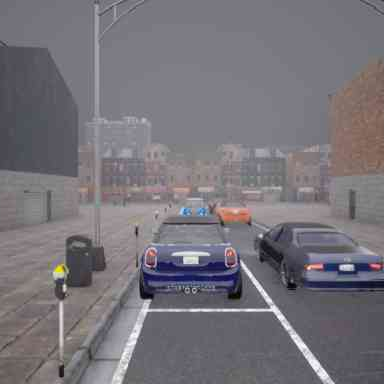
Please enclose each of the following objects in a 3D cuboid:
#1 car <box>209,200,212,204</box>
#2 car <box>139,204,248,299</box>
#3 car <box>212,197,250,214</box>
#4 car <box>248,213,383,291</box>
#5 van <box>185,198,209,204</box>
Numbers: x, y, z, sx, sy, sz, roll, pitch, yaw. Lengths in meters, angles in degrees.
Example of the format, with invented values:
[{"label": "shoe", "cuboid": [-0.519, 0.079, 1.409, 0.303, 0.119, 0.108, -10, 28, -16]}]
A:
[{"label": "car", "cuboid": [2.863, 1.363, 35.787, 2.097, 1.767, 4.553, 0, 0, 0]}, {"label": "car", "cuboid": [-0.036, 1.352, 8.608, 2.097, 1.767, 4.553, 0, 0, 0]}, {"label": "car", "cuboid": [2.846, 1.355, 23.942, 2.097, 1.767, 4.553, 0, 0, 0]}, {"label": "car", "cuboid": [3.048, 1.546, 9.097, 2.033, 1.411, 5.357, 0, 0, 0]}, {"label": "van", "cuboid": [0.190, 1.345, 25.487, 1.690, 1.788, 3.998, -1, 0, 0]}]
